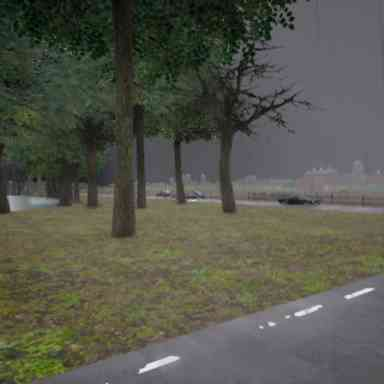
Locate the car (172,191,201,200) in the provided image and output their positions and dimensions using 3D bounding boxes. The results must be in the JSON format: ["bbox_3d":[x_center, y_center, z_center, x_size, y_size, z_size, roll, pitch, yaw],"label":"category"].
[{"bbox_3d":[-0.927,0.653,55.470,1.994,1.385,4.181,-2,2,-35],"label":"car"}]

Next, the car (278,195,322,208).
[{"bbox_3d":[12.112,1.008,37.307,1.895,1.301,4.718,-2,2,-36],"label":"car"}]

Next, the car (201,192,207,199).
[{"bbox_3d":[0.403,0.550,58.515,2.033,1.411,5.357,-2,2,-35],"label":"car"}]

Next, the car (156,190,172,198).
[{"bbox_3d":[-5.446,0.405,66.533,1.812,1.442,4.674,-2,2,-36],"label":"car"}]
